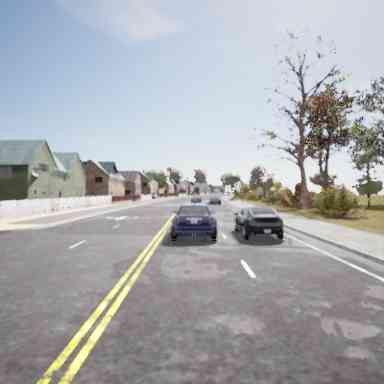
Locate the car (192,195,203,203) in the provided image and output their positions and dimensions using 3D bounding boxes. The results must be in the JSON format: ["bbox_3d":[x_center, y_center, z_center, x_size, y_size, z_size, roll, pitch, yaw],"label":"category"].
[{"bbox_3d":[1.162,1.441,67.566,2.033,1.411,5.357,0,0,3],"label":"car"}]

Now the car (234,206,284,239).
[{"bbox_3d":[3.348,1.482,17.140,1.837,1.490,4.892,0,0,0],"label":"car"}]

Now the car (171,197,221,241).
[{"bbox_3d":[0.098,1.330,16.781,2.097,1.767,4.553,0,0,0],"label":"car"}]

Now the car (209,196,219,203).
[{"bbox_3d":[4.410,1.490,67.437,1.895,1.301,4.718,0,0,3],"label":"car"}]

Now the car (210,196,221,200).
[{"bbox_3d":[4.030,1.463,57.481,1.994,1.385,4.181,0,0,3],"label":"car"}]
